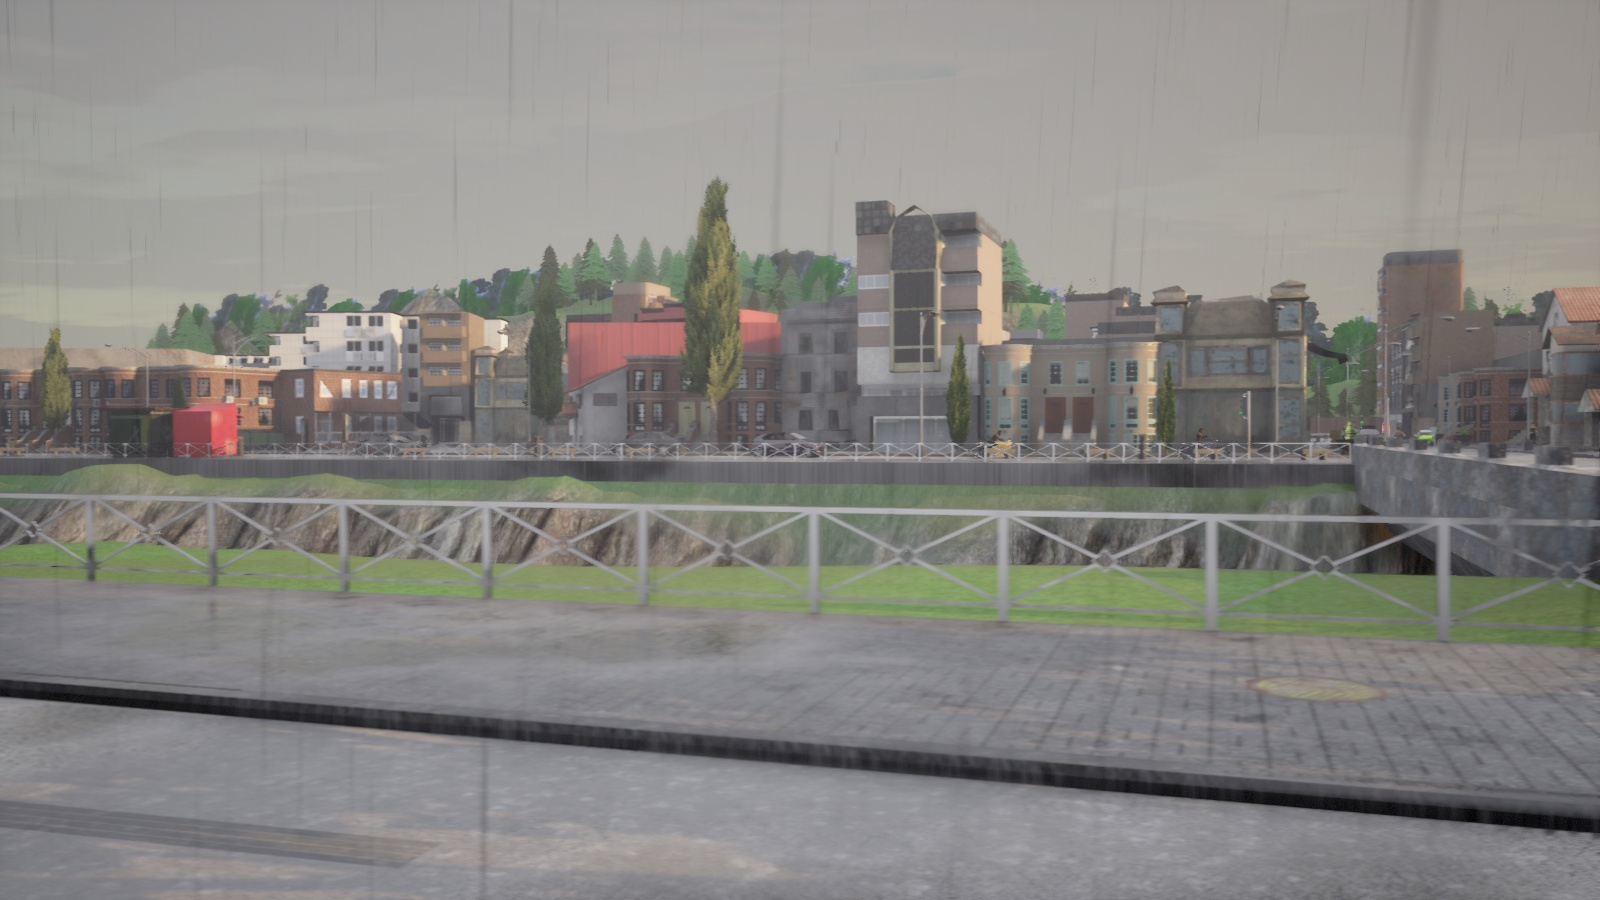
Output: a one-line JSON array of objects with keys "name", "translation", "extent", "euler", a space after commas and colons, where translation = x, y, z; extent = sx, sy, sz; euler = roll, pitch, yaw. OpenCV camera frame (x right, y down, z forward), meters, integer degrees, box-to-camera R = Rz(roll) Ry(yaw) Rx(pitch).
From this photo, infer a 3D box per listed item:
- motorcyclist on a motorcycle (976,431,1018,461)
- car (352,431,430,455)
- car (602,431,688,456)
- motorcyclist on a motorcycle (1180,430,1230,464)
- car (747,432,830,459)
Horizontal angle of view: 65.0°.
[{"name": "motorcyclist on a motorcycle", "translation": [10.267, -0.204, 65.376], "extent": [2.044, 1.523, 0.797], "euler": [1, 1, 19]}, {"name": "car", "translation": [-25.163, -0.441, 77.263], "extent": [4.181, 1.385, 1.994], "euler": [0, 1, 18]}, {"name": "car", "translation": [-9.401, -0.426, 76.192], "extent": [4.892, 1.490, 1.837], "euler": [1, 1, 19]}, {"name": "motorcyclist on a motorcycle", "translation": [20.030, -0.148, 62.099], "extent": [2.350, 1.649, 0.766], "euler": [1, 1, 19]}, {"name": "car", "translation": [-0.648, -0.271, 69.038], "extent": [4.193, 1.474, 1.816], "euler": [0, 1, 19]}]
